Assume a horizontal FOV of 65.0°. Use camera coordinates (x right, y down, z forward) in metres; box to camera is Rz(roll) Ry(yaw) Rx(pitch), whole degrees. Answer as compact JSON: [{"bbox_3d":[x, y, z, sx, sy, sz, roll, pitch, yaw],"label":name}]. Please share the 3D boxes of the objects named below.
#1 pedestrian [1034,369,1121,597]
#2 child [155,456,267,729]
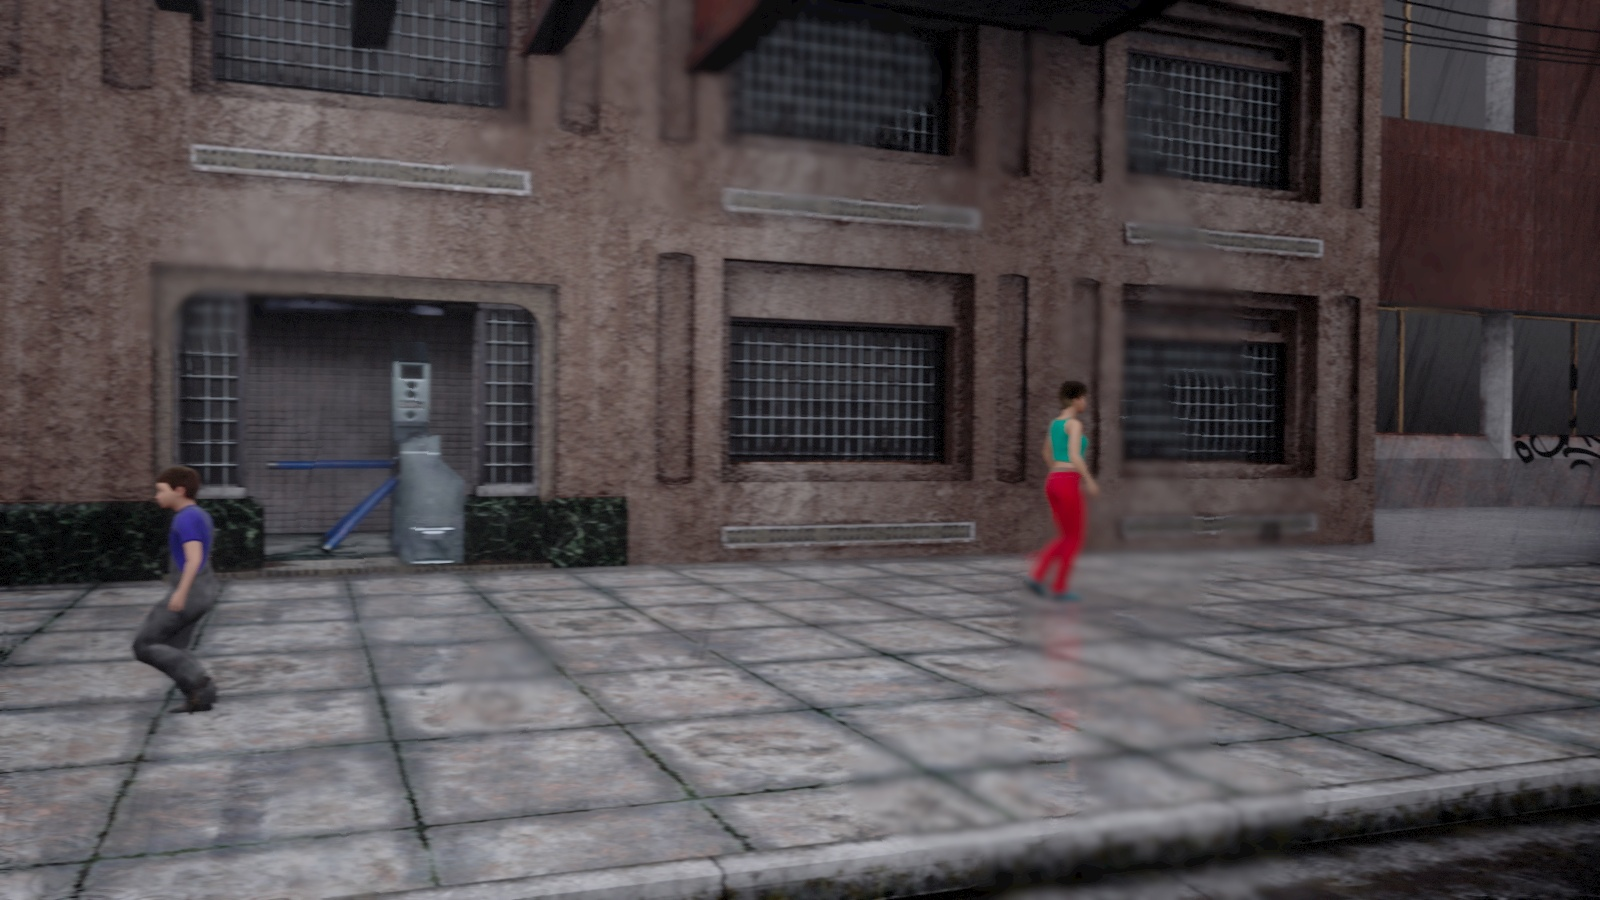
[{"bbox_3d":[2.293,0.261,10.379,0.594,1.836,0.345,-1,1,-15],"label":"pedestrian"},{"bbox_3d":[-2.829,0.667,6.053,0.437,1.263,0.270,-1,1,-18],"label":"child"}]
